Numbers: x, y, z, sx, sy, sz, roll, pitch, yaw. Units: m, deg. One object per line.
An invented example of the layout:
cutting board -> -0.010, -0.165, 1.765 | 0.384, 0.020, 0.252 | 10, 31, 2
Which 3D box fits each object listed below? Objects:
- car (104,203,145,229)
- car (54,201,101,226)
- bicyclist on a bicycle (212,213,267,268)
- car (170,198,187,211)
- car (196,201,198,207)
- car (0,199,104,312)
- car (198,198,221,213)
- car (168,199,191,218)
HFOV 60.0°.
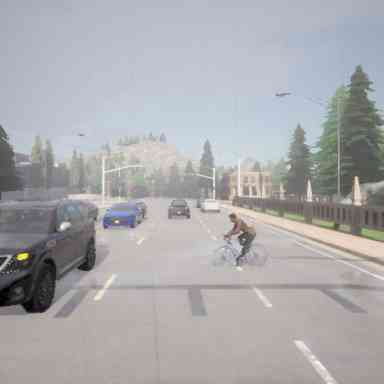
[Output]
car -> -4.507, 1.478, 22.022 | 1.882, 1.535, 5.008 | 0, 0, -2
car -> -8.097, 1.477, 24.082 | 1.882, 1.535, 5.008 | 0, 0, -2
bicyclist on a bicycle -> 1.406, 1.454, 9.903 | 1.656, 1.620, 0.582 | -2, 0, -3
car -> -1.719, 1.547, 42.523 | 2.033, 1.411, 5.357 | 0, 0, -3
car -> 1.602, 1.547, 46.767 | 2.033, 1.411, 5.357 | 0, 0, -3
car -> -3.891, 1.224, 7.999 | 2.150, 2.045, 5.566 | 0, 0, -3
car -> 2.017, 1.525, 37.190 | 1.812, 1.442, 4.674 | 0, 0, -3
car -> -1.146, 1.492, 29.598 | 2.128, 1.511, 4.902 | 0, 0, -2
